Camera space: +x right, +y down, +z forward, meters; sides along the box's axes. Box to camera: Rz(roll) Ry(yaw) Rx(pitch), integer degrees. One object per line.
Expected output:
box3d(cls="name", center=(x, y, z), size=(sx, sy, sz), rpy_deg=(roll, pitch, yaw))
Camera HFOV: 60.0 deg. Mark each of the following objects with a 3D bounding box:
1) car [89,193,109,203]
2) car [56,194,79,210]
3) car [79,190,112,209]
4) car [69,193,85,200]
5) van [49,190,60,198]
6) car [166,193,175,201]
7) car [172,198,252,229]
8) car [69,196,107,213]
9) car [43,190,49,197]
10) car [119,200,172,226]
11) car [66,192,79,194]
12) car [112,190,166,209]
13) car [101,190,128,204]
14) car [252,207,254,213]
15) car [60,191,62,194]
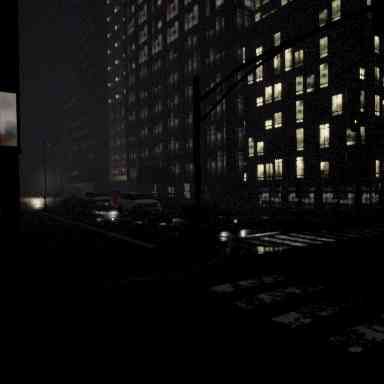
box3d(cls="car", center=(-15.943, 0.926, 56.807), size=(1.882, 1.535, 5.008), rpy_deg=(-1, 1, -35))
box3d(cls="car", center=(-13.735, 1.292, 38.047), size=(2.008, 1.369, 4.403), rpy_deg=(-1, 1, -35))
box3d(cls="car", center=(-10.926, 0.931, 38.534), size=(2.150, 2.045, 5.566), rpy_deg=(-1, 1, -35))
box3d(cls="car", center=(-22.853, 0.895, 66.064), size=(1.887, 1.381, 4.507), rpy_deg=(-1, 1, -35))
box3d(cls="van", center=(-32.450, 0.537, 80.000), size=(1.690, 1.788, 3.998), rpy_deg=(-1, 1, -35))
box3d(cls="car", center=(-3.657, 0.969, 38.183), size=(2.192, 1.841, 5.009), rpy_deg=(-1, 1, -35))
box3d(cls="car", center=(1.099, 1.386, 21.054), size=(2.128, 1.511, 4.902), rpy_deg=(-1, 1, -35))
box3d(cls="car", center=(-10.534, 1.357, 33.401), size=(1.947, 1.339, 4.313), rpy_deg=(-1, 1, -35))
box3d(cls="car", center=(-35.650, 0.695, 84.649), size=(2.008, 1.369, 4.403), rpy_deg=(-1, 1, -35))
box3d(cls="car", center=(-2.910, 1.458, 22.376), size=(2.008, 1.369, 4.403), rpy_deg=(-1, 1, -35))
box3d(cls="car", center=(-19.321, 1.088, 56.182), size=(1.895, 1.301, 4.718), rpy_deg=(-1, 1, -35))
box3d(cls="car", center=(-4.859, 1.025, 29.702), size=(2.150, 2.045, 5.566), rpy_deg=(-1, 1, -35))
box3d(cls="car", center=(-12.019, 0.739, 51.043), size=(2.150, 2.045, 5.566), rpy_deg=(-1, 1, -35))
box3d(cls="car", center=(3.088, 1.284, 28.323), size=(1.752, 1.417, 4.829), rpy_deg=(-1, 1, -35))
box3d(cls="car", center=(-26.052, 0.739, 70.709), size=(1.967, 1.590, 4.097), rpy_deg=(-1, 1, -35))
